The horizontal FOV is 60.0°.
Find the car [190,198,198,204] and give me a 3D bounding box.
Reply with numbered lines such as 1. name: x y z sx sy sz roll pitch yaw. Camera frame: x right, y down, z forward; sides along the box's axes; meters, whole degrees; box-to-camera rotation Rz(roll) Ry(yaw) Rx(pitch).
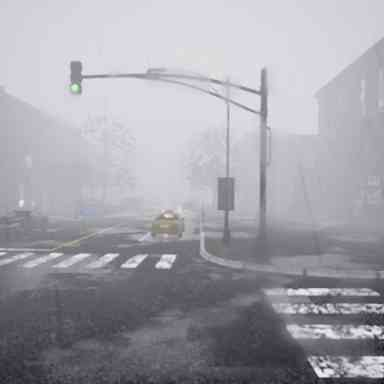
1. car: 0.561 2.189 79.637 1.887 1.381 4.507 0 0 2

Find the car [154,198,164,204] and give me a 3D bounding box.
1. car: -7.817 2.144 79.890 1.802 1.307 4.206 0 0 2

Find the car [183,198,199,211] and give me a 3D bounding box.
1. car: -0.444 1.940 46.375 2.008 1.369 4.403 0 0 2

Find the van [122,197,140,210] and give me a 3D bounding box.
1. van: -8.821 1.648 46.631 1.690 1.788 3.998 0 0 2

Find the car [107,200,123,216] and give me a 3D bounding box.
1. car: -9.156 1.766 35.542 1.887 1.381 4.507 0 0 2

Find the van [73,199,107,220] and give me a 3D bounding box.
1. van: -9.322 1.520 30.000 1.690 1.788 3.998 0 0 2

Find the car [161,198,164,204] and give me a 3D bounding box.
1. car: -7.983 2.064 74.347 1.887 1.381 4.507 0 0 2

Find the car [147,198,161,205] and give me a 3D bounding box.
1. car: -8.151 2.043 68.803 1.947 1.339 4.313 0 0 2

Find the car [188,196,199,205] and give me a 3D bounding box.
1. car: 0.393 1.917 74.096 2.192 1.841 5.009 0 0 2

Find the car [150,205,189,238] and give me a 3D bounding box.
1. car: -1.276 1.702 18.828 1.752 1.417 4.829 0 0 2

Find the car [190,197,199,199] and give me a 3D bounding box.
1. car: 0.058 2.083 63.006 1.947 1.339 4.313 0 0 2

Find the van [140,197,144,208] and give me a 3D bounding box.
1. van: -8.653 1.691 52.174 1.690 1.788 3.998 0 0 2

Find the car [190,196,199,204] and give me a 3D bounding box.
1. car: 0.728 2.002 85.182 2.192 1.841 5.009 0 0 2

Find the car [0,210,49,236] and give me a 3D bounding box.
1. car: -9.657 1.675 18.911 1.802 1.307 4.206 0 0 2
